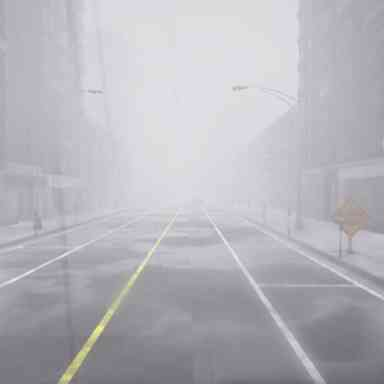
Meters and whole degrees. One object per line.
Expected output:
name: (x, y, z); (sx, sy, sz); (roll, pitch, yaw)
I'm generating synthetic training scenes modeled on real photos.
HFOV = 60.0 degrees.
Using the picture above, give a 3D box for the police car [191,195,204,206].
police car: (0.900, 1.442, 53.772); (1.930, 1.638, 5.238); (0, 0, 0)

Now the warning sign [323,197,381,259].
warning sign: (5.077, 1.098, 10.649); (1.300, 1.860, 1.060); (1, 1, 0)

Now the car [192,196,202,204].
car: (0.900, 1.506, 63.663); (1.882, 1.535, 5.008); (0, 0, 0)

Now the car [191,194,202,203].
car: (0.896, 1.389, 69.630); (2.097, 1.767, 4.553); (0, 0, 0)
